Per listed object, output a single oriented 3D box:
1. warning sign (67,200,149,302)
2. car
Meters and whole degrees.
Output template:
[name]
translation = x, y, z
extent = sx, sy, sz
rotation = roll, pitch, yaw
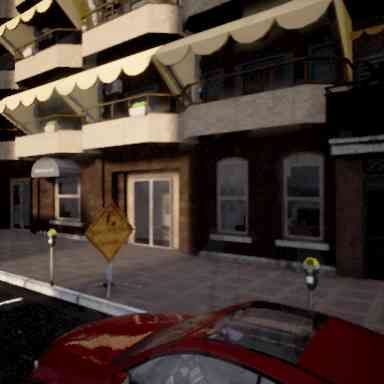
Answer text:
[warning sign]
translation = -1.754, 1.122, 7.047
extent = 1.060, 1.860, 1.300
rotation = 0, 0, 35
[car]
translation = 0.386, 1.583, 2.600
extent = 4.206, 1.307, 1.802
rotation = 0, 0, 35
